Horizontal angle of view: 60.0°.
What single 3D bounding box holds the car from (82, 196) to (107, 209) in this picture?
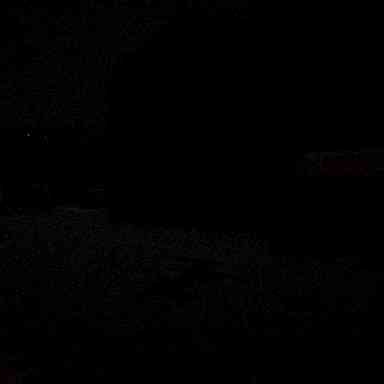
[{"bbox_3d":[-11.609,1.321,42.172,1.882,1.535,5.008,0,0,36],"label":"car"}]
